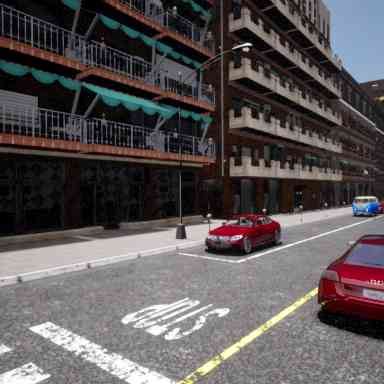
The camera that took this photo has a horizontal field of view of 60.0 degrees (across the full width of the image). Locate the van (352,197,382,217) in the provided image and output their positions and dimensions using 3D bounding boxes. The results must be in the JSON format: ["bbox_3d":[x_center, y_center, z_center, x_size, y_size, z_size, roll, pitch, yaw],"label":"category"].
[{"bbox_3d":[16.156,1.327,30.948,1.690,1.788,3.998,-1,-1,39],"label":"van"}]

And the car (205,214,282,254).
[{"bbox_3d":[2.227,1.573,13.480,1.802,1.307,4.206,-1,-1,39],"label":"car"}]

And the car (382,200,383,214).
[{"bbox_3d":[19.690,1.567,35.374,1.802,1.307,4.206,-1,-1,39],"label":"car"}]

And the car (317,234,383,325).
[{"bbox_3d":[4.086,1.561,6.723,1.994,1.385,4.181,0,0,39],"label":"car"}]
